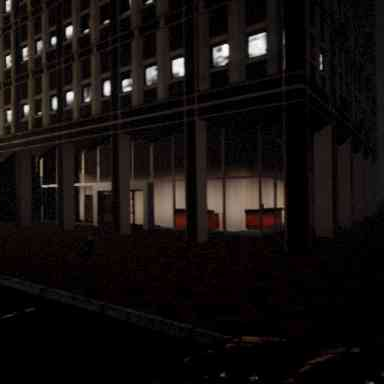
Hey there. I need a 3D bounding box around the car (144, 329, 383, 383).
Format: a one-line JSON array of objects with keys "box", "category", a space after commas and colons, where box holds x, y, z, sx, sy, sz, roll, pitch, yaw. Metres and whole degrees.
[{"box": [1.545, 1.541, 1.801, 4.403, 1.369, 2.008, -1, -1, 35], "category": "car"}]
